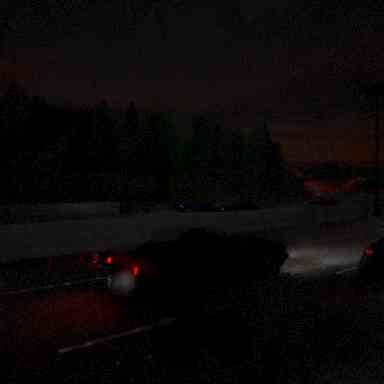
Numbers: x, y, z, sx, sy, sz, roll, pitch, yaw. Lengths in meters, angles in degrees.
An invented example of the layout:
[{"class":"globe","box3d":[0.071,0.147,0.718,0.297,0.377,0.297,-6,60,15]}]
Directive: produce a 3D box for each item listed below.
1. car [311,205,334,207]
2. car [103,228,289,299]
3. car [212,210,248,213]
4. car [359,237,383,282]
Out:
[{"class":"car","box3d":[13.149,1.448,33.764,4.892,1.490,1.837,1,0,-44]},{"class":"car","box3d":[0.334,1.594,8.469,4.718,1.301,1.895,0,0,-37]},{"class":"car","box3d":[3.917,1.446,29.871,5.008,1.535,1.882,0,0,-42]},{"class":"car","box3d":[6.109,1.542,8.570,4.181,1.385,1.994,0,0,-38]}]
